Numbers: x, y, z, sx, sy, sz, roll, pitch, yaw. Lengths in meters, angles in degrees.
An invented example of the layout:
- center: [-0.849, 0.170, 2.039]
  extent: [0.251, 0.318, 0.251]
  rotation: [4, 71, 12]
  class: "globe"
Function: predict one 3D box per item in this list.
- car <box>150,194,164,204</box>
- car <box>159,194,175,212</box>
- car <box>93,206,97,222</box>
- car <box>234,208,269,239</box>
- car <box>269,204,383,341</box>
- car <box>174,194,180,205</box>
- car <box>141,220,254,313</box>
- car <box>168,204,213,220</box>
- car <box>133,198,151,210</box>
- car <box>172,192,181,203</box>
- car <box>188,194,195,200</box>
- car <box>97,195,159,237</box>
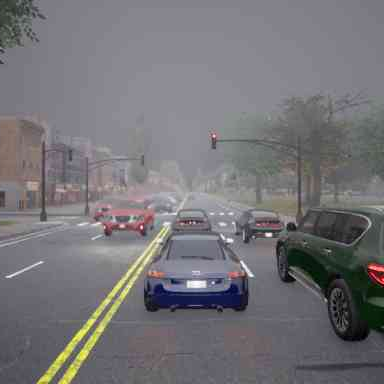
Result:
- center: [-6.677, 1.308, 63.785]
  extent: [2.097, 1.767, 4.553]
  rotation: [0, 1, 0]
  class: "car"
- center: [-3.424, 1.482, 39.221]
  extent: [2.097, 1.767, 4.553]
  rotation: [0, 0, 0]
  class: "car"
- center: [-6.658, 1.354, 28.280]
  extent: [2.150, 2.045, 5.566]
  rotation: [0, 0, 0]
  class: "car"
- center: [3.262, 1.581, 16.503]
  extent: [1.837, 1.490, 4.892]
  rotation: [0, 0, 0]
  class: "car"
- center: [3.314, 1.235, 6.641]
  extent: [2.150, 2.045, 5.566]
  rotation: [0, 0, 0]
  class: "car"
- center: [-3.447, 1.569, 54.071]
  extent: [1.812, 1.442, 4.674]
  rotation: [0, 1, 0]
  class: "car"
- center: [0.065, 1.583, 7.787]
  extent: [1.994, 1.385, 4.181]
  rotation: [0, 0, 0]
  class: "car"
- center: [0.008, 1.582, 16.675]
  extent: [1.837, 1.490, 4.892]
  rotation: [0, 0, 1]
  class: "car"
- center: [-6.682, 1.633, 45.056]
  extent: [1.812, 1.442, 4.674]
  rotation: [0, 0, 0]
  class: "car"
- center: [-3.388, 1.131, 69.564]
  extent: [2.150, 2.045, 5.566]
  rotation: [0, 1, 0]
  class: "car"
- center: [-0.167, 1.304, 84.399]
  extent: [2.128, 1.511, 4.902]
  rotation: [0, 0, 0]
  class: "car"
- center: [-3.386, 1.314, 18.886]
  extent: [2.150, 2.045, 5.566]
  rotation: [0, 0, 0]
  class: "car"
